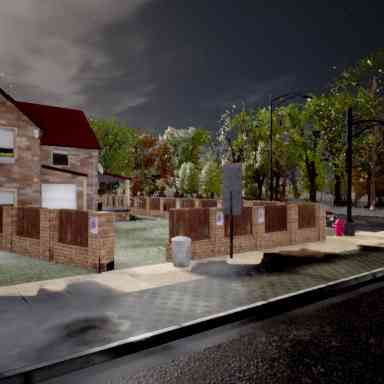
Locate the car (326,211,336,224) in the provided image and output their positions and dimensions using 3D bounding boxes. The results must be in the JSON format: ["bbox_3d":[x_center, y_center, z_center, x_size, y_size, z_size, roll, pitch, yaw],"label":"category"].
[{"bbox_3d":[7.663,1.469,23.334,1.812,1.442,4.674,0,0,-36],"label":"car"}]

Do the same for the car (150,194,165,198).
[{"bbox_3d":[-5.965,1.171,53.789,2.097,1.767,4.553,0,0,-36],"label":"car"}]
